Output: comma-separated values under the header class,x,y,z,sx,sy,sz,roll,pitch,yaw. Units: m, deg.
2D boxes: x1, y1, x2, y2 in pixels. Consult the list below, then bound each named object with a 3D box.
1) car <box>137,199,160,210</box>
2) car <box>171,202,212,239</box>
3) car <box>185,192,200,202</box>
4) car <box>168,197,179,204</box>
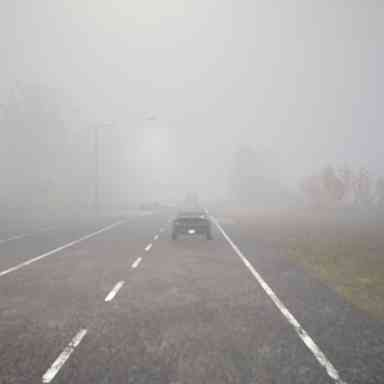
class,x,y,z,sx,sy,sz,roll,pitch,yaw
car,-5.392,1.583,41.920,1.895,1.301,4.718,0,0,8
car,-0.026,1.504,17.243,1.837,1.490,4.892,0,0,0
car,-0.101,1.157,59.652,2.150,2.045,5.566,0,0,0
car,-3.613,1.533,64.226,1.895,1.301,4.718,0,0,0
